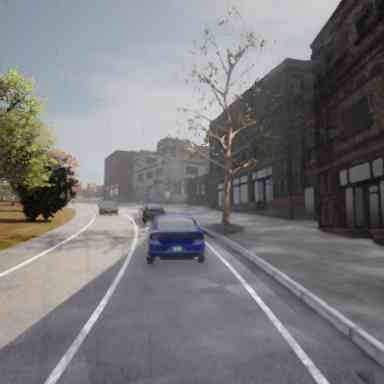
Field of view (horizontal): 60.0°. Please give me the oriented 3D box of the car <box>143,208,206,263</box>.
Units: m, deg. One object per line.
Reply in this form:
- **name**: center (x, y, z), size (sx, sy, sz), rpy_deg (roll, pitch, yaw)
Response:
- **car**: center (-0.673, 1.566, 12.365), size (1.882, 1.535, 5.008), rpy_deg (1, -1, -5)

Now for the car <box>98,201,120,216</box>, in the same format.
- **car**: center (-8.784, 1.699, 34.936), size (1.837, 1.490, 4.892), rpy_deg (2, -1, -18)

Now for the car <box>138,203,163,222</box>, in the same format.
- **car**: center (-3.379, 1.726, 28.165), size (1.837, 1.490, 4.892), rpy_deg (1, -1, -13)
